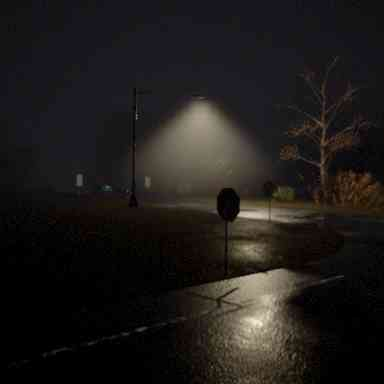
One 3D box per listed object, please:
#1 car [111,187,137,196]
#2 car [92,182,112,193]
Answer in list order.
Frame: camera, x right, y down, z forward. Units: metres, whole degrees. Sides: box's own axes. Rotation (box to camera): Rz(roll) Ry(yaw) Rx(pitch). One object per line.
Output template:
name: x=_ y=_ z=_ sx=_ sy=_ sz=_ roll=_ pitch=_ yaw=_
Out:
car: x=-10.604 y=-0.112 z=52.638 sx=1.895 sy=1.301 sz=4.718 roll=0 pitch=2 yaw=-36
car: x=-16.428 y=-0.813 z=60.757 sx=2.150 sy=2.045 sz=5.566 roll=0 pitch=2 yaw=-36
